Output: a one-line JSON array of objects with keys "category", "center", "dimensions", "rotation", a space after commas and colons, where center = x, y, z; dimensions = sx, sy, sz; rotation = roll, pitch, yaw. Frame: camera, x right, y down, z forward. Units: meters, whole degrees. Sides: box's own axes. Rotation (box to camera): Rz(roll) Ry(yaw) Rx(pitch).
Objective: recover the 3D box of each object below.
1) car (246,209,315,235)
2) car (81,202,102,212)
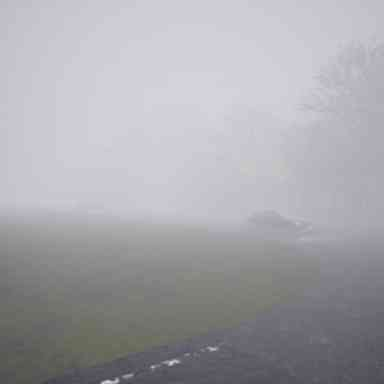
[{"category": "car", "center": [5.464, 1.818, 21.085], "dimensions": [1.812, 1.442, 4.674], "rotation": [2, -2, -36]}, {"category": "car", "center": [-15.021, 2.184, 49.546], "dimensions": [1.994, 1.385, 4.181], "rotation": [2, -2, -36]}]
